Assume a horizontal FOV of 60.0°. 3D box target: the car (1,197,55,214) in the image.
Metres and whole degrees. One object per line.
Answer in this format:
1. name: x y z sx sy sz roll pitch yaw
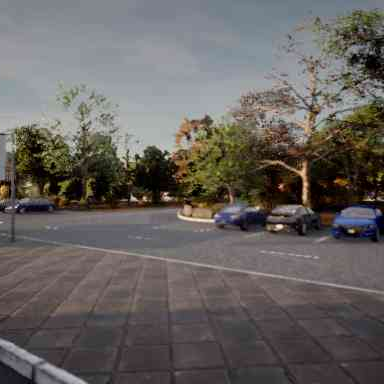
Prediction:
1. car: -16.716 1.330 34.542 2.185 1.767 4.553 0 0 35

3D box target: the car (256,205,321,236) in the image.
1. car: 5.727 1.454 18.456 2.231 1.521 4.892 0 0 36

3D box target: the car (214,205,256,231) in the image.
1. car: 3.063 1.493 20.363 2.002 1.452 4.674 0 0 36

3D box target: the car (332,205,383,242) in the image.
1. car: 8.396 1.452 16.562 2.097 1.535 5.008 0 0 36
